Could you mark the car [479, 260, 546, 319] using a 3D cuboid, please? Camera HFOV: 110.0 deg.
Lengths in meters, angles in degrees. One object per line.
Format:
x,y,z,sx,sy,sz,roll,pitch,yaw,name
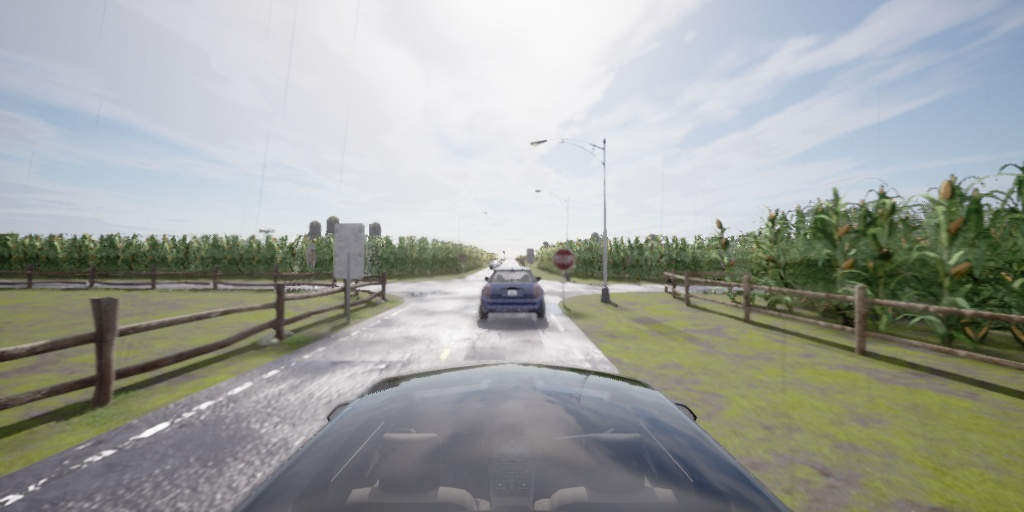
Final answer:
0.030,1.152,13.147,2.097,1.767,4.553,0,0,0,car
